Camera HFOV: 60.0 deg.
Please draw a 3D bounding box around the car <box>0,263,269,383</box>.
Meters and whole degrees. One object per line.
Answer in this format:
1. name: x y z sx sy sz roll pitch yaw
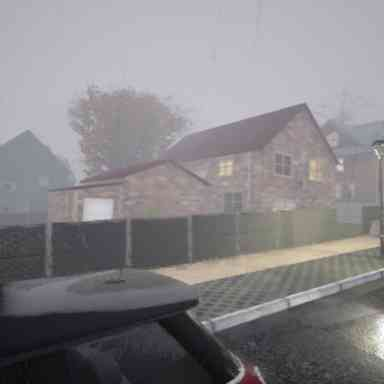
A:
1. car: -1.630 1.397 1.521 4.553 1.767 2.097 0 -1 -37
